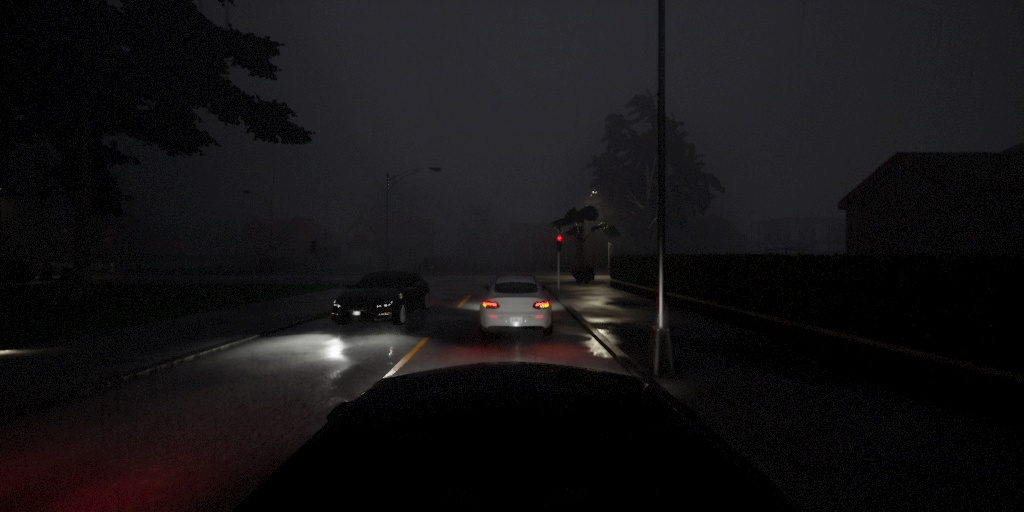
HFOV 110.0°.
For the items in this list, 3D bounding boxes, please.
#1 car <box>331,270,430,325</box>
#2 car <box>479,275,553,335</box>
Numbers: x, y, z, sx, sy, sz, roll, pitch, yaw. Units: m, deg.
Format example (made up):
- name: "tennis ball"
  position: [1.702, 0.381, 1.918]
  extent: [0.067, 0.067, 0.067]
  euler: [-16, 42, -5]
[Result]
- name: "car"
  position: [-4.021, 1.227, 11.747]
  extent: [1.837, 1.490, 4.892]
  euler: [0, 0, 0]
- name: "car"
  position: [0.099, 1.252, 10.270]
  extent: [1.812, 1.442, 4.674]
  euler: [0, 0, 0]
